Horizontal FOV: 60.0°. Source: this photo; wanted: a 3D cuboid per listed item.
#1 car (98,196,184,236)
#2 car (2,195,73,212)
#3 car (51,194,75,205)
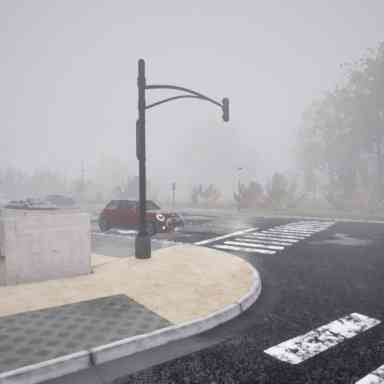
[{"bbox_3d":[-2.604,1.135,16.943,4.553,1.767,2.097,1,1,32],"label":"car"},{"bbox_3d":[-10.474,1.133,21.842,4.902,1.511,2.128,1,1,31],"label":"car"},{"bbox_3d":[-14.660,0.915,35.908,4.674,1.442,1.812,1,1,30],"label":"car"}]
